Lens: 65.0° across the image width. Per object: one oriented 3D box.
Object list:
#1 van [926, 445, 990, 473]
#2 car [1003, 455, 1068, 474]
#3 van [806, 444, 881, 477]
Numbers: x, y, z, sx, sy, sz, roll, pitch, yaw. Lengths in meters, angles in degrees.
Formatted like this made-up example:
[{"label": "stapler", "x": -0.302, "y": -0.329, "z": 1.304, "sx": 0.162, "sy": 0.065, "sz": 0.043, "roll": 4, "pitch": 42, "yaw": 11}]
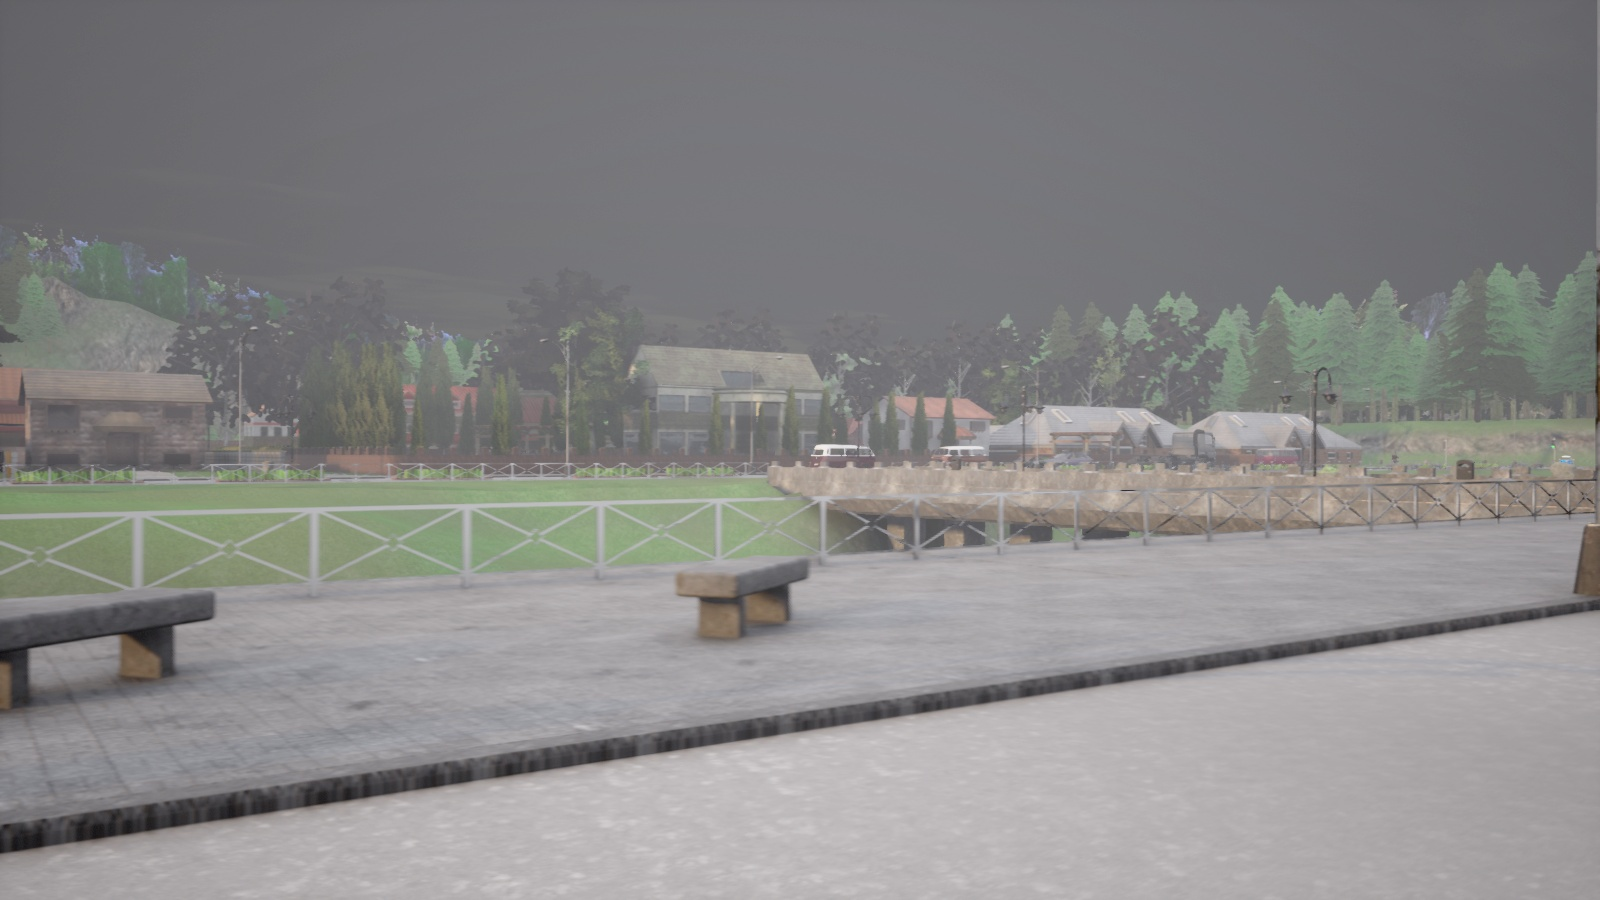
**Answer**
[{"label": "van", "x": 11.643, "y": 0.670, "z": 92.400, "sx": 4.480, "sy": 2.038, "sz": 2.069, "roll": 0, "pitch": 0, "yaw": -35}, {"label": "car", "x": 17.178, "y": 1.033, "z": 91.376, "sx": 4.718, "sy": 1.301, "sz": 1.895, "roll": 0, "pitch": 0, "yaw": -35}, {"label": "van", "x": 2.829, "y": 0.662, "z": 81.394, "sx": 4.480, "sy": 2.038, "sz": 2.069, "roll": 0, "pitch": 0, "yaw": -35}]
